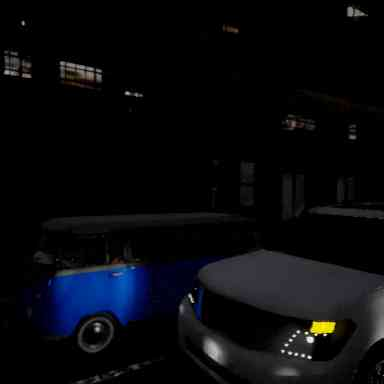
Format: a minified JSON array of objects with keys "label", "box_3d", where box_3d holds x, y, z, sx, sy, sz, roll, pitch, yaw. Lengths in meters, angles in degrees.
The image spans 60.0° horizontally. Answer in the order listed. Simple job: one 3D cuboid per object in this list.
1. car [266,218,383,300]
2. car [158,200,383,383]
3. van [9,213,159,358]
[{"label":"car","box_3d":[4.083,1.497,8.563,4.206,1.307,1.802,0,1,-32]},{"label":"car","box_3d":[2.546,1.176,4.673,5.566,2.045,2.150,0,1,-32]},{"label":"van","box_3d":[-0.681,1.258,5.541,3.998,1.788,1.690,0,1,-32]}]
